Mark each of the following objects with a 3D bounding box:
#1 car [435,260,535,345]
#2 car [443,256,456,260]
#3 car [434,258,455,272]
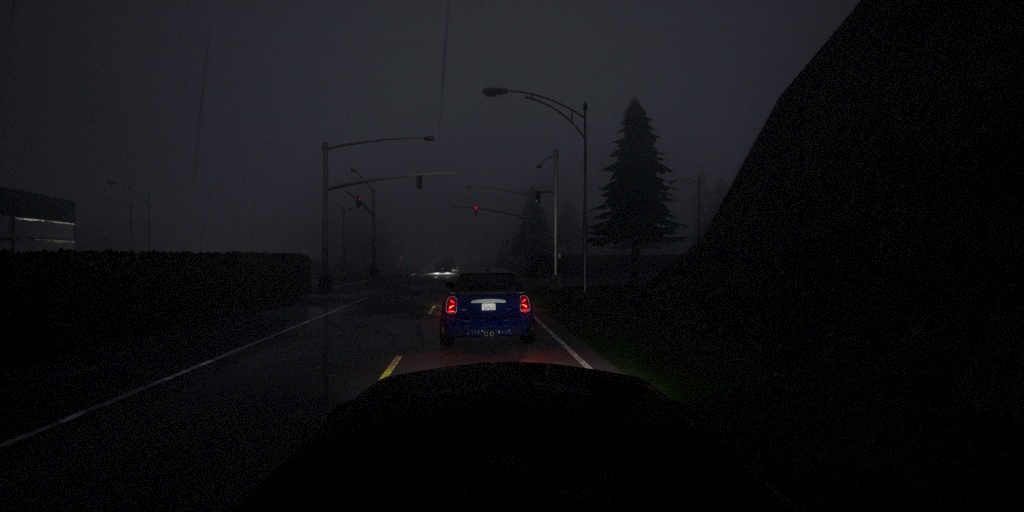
[{"bbox_3d":[-0.730,1.102,9.739,2.097,1.767,4.553,0,0,-6],"label":"car"},{"bbox_3d":[-9.801,0.971,55.459,2.150,2.045,5.566,0,0,-7],"label":"car"},{"bbox_3d":[-8.553,1.314,44.818,1.994,1.385,4.181,0,0,-7],"label":"car"}]
